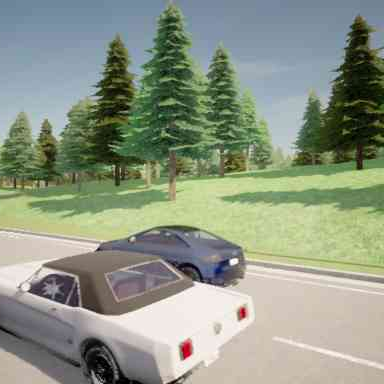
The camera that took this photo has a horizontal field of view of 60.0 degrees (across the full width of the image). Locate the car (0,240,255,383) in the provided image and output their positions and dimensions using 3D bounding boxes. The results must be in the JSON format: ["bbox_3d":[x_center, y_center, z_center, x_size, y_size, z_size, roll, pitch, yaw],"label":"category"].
[{"bbox_3d":[-1.578,1.601,5.104,4.718,1.301,1.895,0,0,35],"label":"car"}]

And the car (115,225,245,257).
[{"bbox_3d":[-0.675,1.563,8.754,4.181,1.385,1.994,0,0,35],"label":"car"}]
